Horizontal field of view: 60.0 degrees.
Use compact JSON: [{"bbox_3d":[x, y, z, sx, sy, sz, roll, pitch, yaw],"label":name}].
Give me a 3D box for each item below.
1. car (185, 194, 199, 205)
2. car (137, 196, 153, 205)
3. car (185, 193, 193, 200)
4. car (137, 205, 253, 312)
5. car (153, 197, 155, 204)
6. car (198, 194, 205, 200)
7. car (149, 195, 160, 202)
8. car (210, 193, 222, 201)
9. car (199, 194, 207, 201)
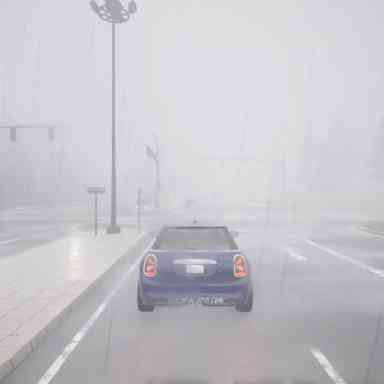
[{"bbox_3d":[-0.176,1.526,54.699,1.812,1.442,4.674,0,0,-1],"label":"car"},{"bbox_3d":[-8.299,1.505,57.040,1.837,1.490,4.892,0,0,-1],"label":"car"},{"bbox_3d":[-0.840,1.189,95.559,2.150,2.045,5.566,0,0,-1],"label":"car"},{"bbox_3d":[0.069,1.352,7.880,2.097,1.767,4.553,0,0,0],"label":"car"},{"bbox_3d":[-8.389,1.505,66.249,1.837,1.490,4.892,0,0,0],"label":"car"},{"bbox_3d":[2.660,1.442,95.586,1.882,1.535,5.008,0,0,-1],"label":"car"},{"bbox_3d":[-8.535,1.540,76.687,2.033,1.411,5.357,0,0,-1],"label":"car"},{"bbox_3d":[6.333,1.215,84.992,2.150,2.045,5.566,0,0,-1],"label":"car"},{"bbox_3d":[2.828,1.513,85.262,1.812,1.442,4.674,0,0,-1],"label":"car"}]
